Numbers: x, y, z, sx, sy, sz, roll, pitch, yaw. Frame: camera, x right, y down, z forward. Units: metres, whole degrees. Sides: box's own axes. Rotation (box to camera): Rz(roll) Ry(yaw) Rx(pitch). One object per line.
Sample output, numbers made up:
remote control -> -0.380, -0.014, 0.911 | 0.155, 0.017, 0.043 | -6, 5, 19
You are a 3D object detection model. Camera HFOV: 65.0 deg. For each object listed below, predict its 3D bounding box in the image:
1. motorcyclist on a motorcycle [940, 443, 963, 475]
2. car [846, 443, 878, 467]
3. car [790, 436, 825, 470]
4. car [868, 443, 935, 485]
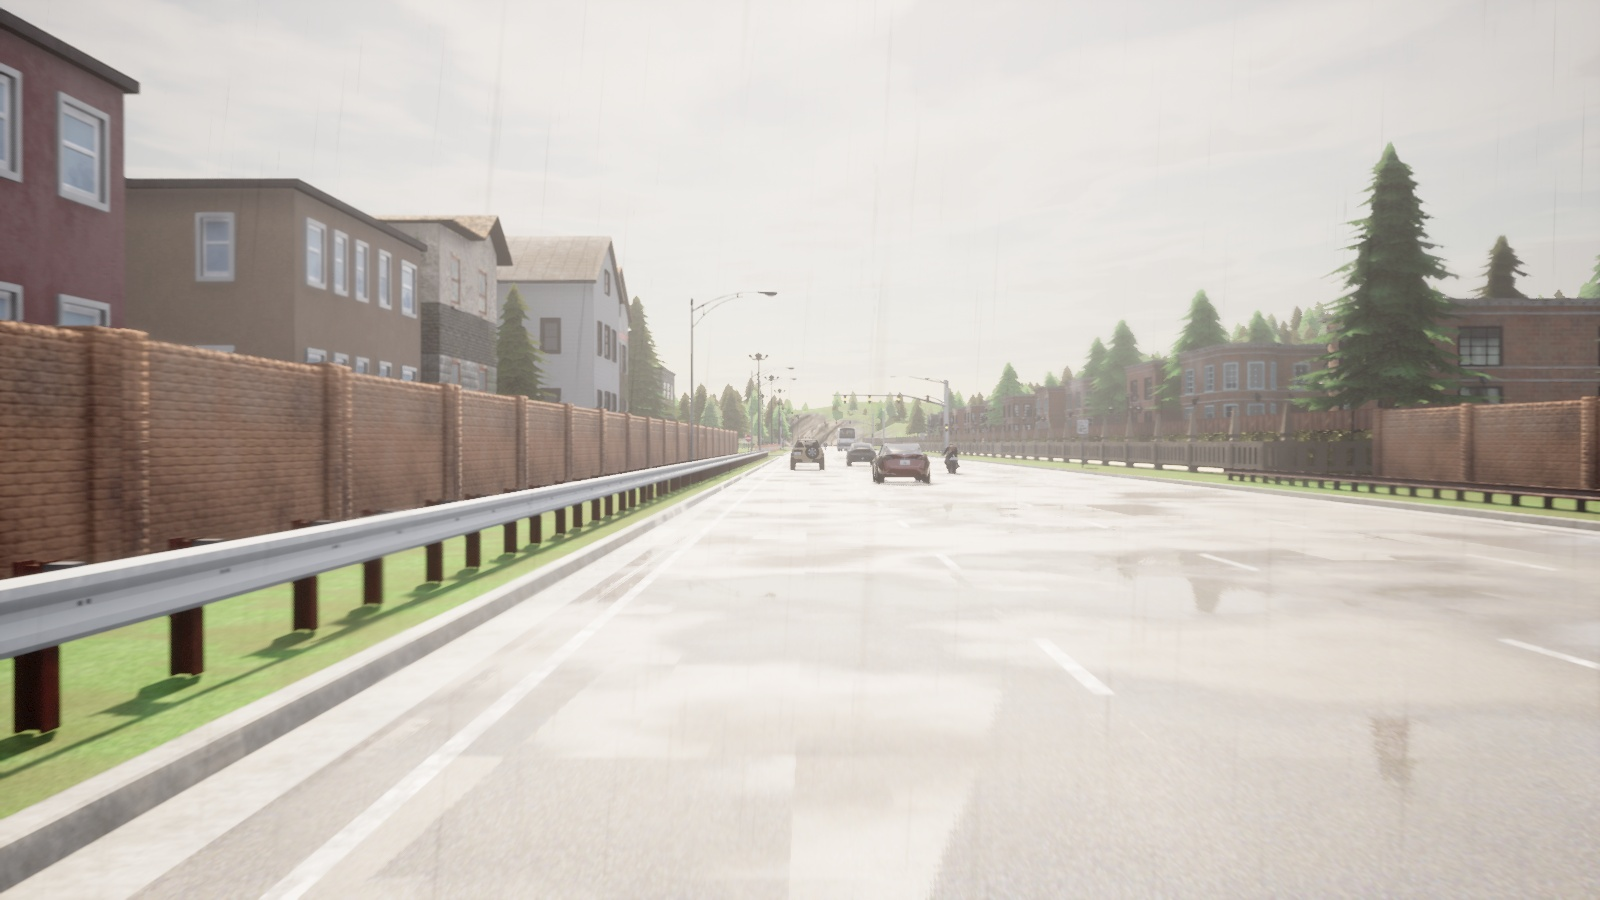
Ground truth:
motorcyclist on a motorcycle -> 7.362, 0.445, 61.060 | 0.866, 1.530, 2.191 | 0, 0, 0
car -> 3.979, 0.297, 81.582 | 1.837, 1.490, 4.892 | 0, 0, 0
car -> 0.417, 0.167, 70.695 | 1.932, 1.855, 4.605 | 0, 0, 0
car -> 3.785, 0.483, 47.441 | 2.163, 1.488, 4.792 | 0, 0, 0
